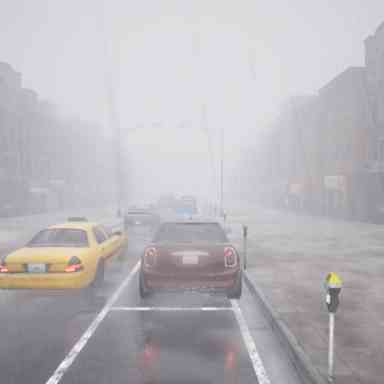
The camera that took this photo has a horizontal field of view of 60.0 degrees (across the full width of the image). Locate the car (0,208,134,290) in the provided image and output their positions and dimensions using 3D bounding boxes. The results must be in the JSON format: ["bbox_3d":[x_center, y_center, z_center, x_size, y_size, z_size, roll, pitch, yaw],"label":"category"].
[{"bbox_3d":[-3.021,1.453,9.054,1.801,1.575,5.366,0,0,0],"label":"car"}]

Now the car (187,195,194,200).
[{"bbox_3d":[-0.397,1.541,91.932,1.947,1.339,4.313,-1,0,0],"label":"car"}]

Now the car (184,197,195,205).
[{"bbox_3d":[-0.397,1.562,58.737,1.802,1.307,4.206,-1,0,0],"label":"car"}]

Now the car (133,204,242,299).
[{"bbox_3d":[-0.033,1.349,8.622,2.097,1.767,4.553,0,0,0],"label":"car"}]

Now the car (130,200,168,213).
[{"bbox_3d":[-2.963,1.484,20.711,2.128,1.511,4.902,0,0,0],"label":"car"}]

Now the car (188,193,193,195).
[{"bbox_3d":[-0.404,1.302,36.607,2.192,1.841,5.009,-1,0,0],"label":"car"}]

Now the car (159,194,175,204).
[{"bbox_3d":[-2.933,1.205,41.051,2.150,2.045,5.566,0,0,0],"label":"car"}]

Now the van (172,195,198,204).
[{"bbox_3d":[-0.403,1.331,25.542,1.690,1.788,3.998,-1,0,0],"label":"van"}]

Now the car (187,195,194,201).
[{"bbox_3d":[-0.398,1.541,86.399,1.947,1.339,4.313,-1,0,0],"label":"car"}]
